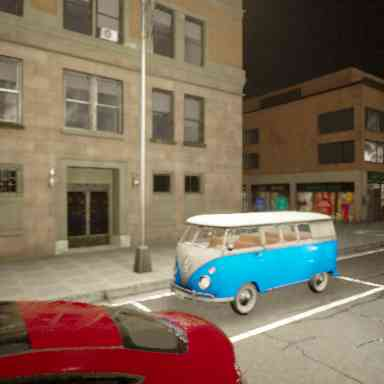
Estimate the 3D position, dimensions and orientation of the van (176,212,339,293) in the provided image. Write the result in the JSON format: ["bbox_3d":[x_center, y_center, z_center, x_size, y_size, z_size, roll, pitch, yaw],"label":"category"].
[{"bbox_3d":[1.491,1.353,7.276,3.998,1.788,1.690,0,0,-35],"label":"van"}]

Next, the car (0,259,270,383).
[{"bbox_3d":[-1.682,1.525,1.871,4.674,1.442,1.812,0,0,-34],"label":"car"}]
